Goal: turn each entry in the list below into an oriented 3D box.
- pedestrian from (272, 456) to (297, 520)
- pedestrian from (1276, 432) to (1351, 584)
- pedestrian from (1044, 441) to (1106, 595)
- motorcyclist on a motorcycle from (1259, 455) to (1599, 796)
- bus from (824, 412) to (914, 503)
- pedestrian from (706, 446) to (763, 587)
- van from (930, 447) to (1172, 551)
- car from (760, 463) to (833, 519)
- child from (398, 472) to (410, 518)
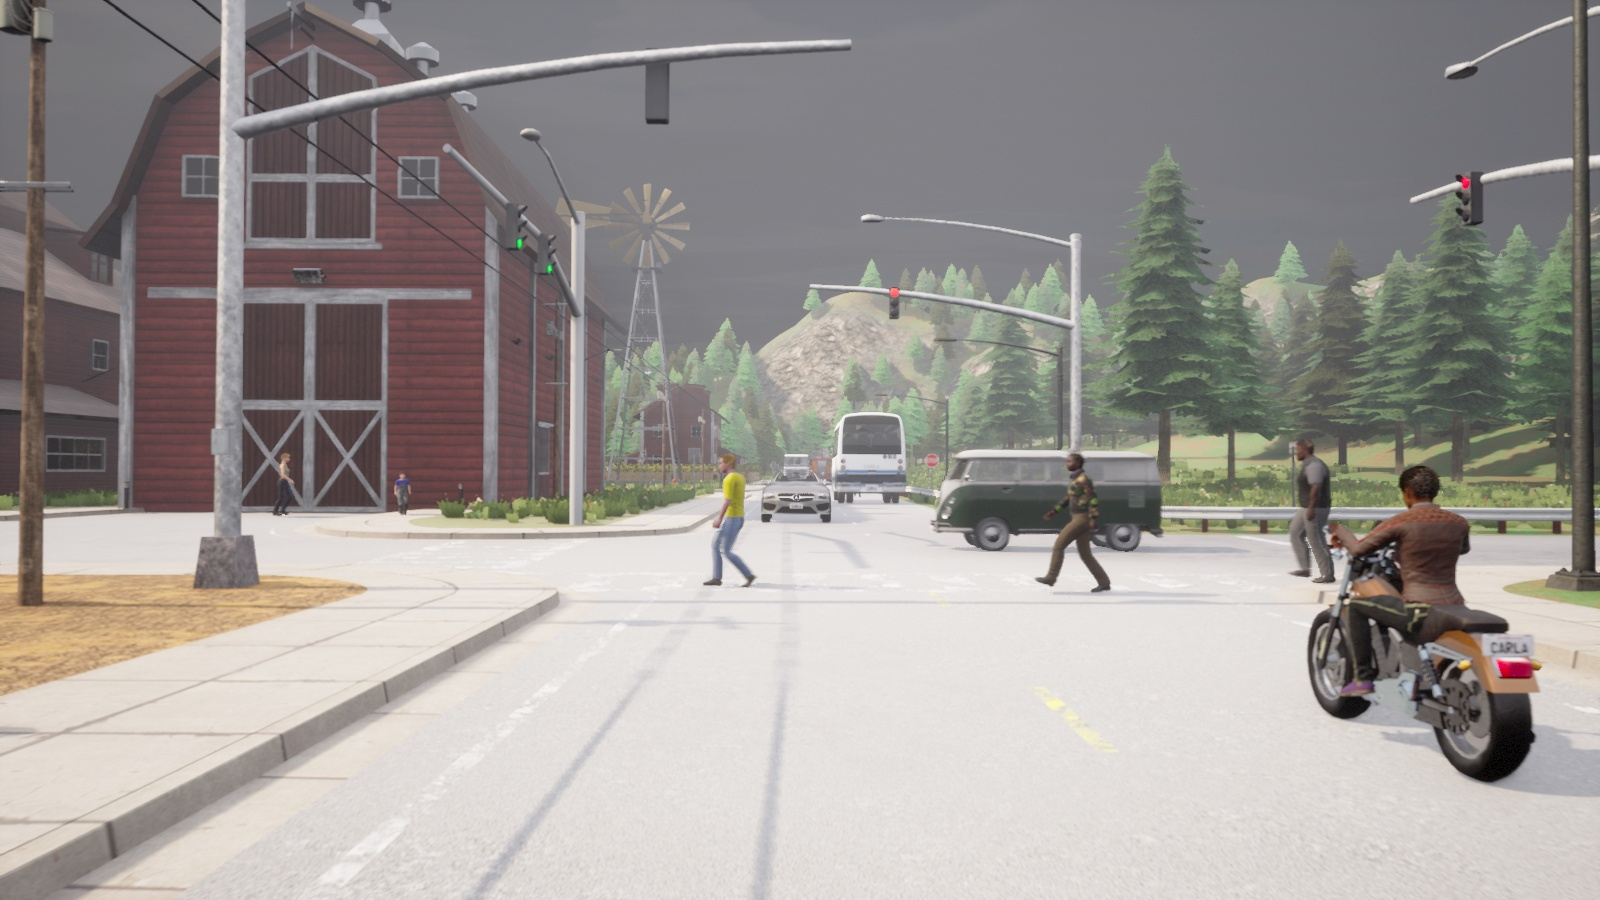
[{"bbox_3d":[-14.982,1.098,36.517,0.594,1.836,0.345,0,-1,-5],"label":"pedestrian"},{"bbox_3d":[6.499,0.724,15.919,0.849,1.883,0.563,-1,-1,21],"label":"pedestrian"},{"bbox_3d":[3.491,0.861,15.980,0.692,1.930,0.395,0,-1,1],"label":"pedestrian"},{"bbox_3d":[3.480,0.872,7.263,0.766,1.649,2.350,0,-1,0],"label":"motorcyclist on a motorcycle"},{"bbox_3d":[3.326,0.486,63.788,3.944,4.253,10.273,0,-2,0],"label":"bus"},{"bbox_3d":[-0.867,0.877,16.664,0.706,1.836,0.354,0,-1,6],"label":"pedestrian"},{"bbox_3d":[4.916,0.952,25.018,4.442,1.987,1.775,0,-1,-1],"label":"van"},{"bbox_3d":[-0.106,1.256,39.835,2.152,1.651,5.027,0,-1,0],"label":"car"},{"bbox_3d":[-10.894,1.225,34.519,0.270,1.263,0.437,0,-1,-24],"label":"child"}]
